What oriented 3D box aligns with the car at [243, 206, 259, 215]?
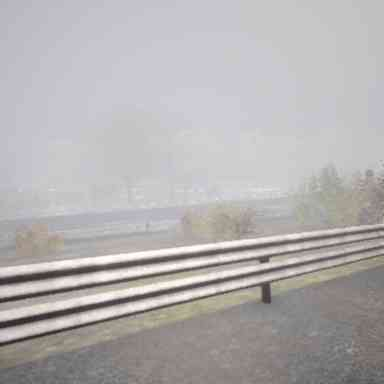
[{"bbox_3d":[6.992,2.716,45.866,4.553,1.767,2.097,-4,2,-20],"label":"car"}]
